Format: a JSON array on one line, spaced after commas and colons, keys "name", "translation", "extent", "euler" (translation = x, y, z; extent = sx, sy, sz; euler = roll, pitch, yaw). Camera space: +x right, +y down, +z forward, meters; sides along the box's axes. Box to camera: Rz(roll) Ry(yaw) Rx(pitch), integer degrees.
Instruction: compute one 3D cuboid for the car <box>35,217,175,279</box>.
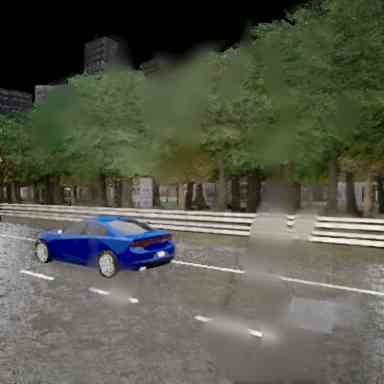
[{"name": "car", "translation": [-2.824, 1.495, 10.188], "extent": [5.008, 1.535, 1.882], "euler": [0, 0, 36]}]
